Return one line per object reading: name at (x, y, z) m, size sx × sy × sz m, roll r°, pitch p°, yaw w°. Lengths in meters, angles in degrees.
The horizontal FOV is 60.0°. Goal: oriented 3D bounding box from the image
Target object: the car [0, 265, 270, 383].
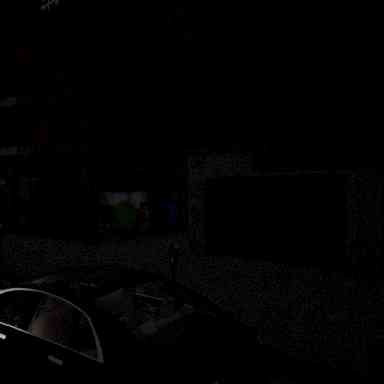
car at (-1.339, 1.551, 3.803) m, size 4.403 × 1.369 × 2.008 m, roll 0°, pitch 0°, yaw 36°
